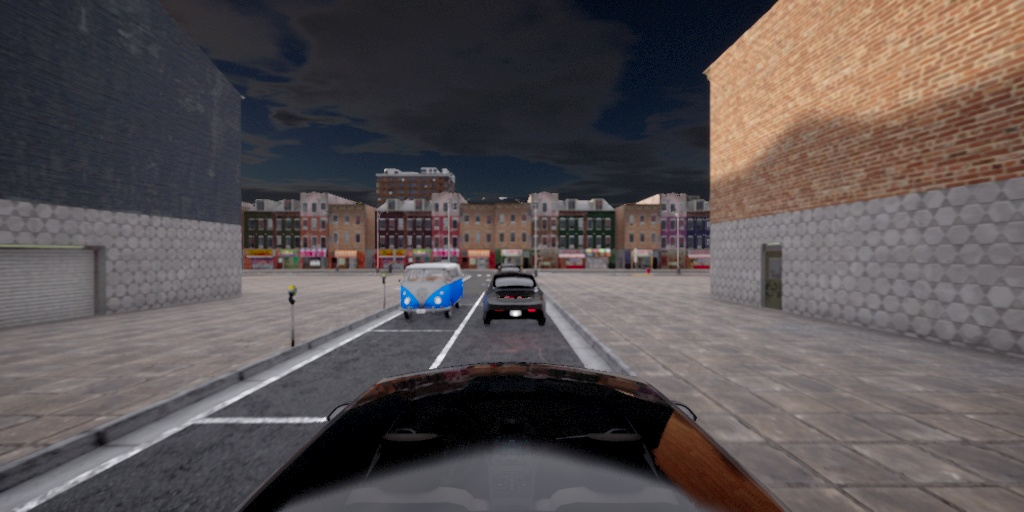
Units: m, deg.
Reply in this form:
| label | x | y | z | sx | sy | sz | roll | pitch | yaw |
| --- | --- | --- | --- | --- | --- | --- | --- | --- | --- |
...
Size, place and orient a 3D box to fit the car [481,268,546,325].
| label | x | y | z | sx | sy | sz | roll | pitch | yaw |
| --- | --- | --- | --- | --- | --- | --- | --- | --- | --- |
| car | 0.022 | 1.299 | 12.029 | 1.837 | 1.490 | 4.892 | 0 | 0 | -2 |

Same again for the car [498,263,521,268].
| label | x | y | z | sx | sy | sz | roll | pitch | yaw |
| --- | --- | --- | --- | --- | --- | --- | --- | --- | --- |
| car | -0.114 | 1.351 | 23.386 | 1.837 | 1.490 | 4.892 | 0 | 0 | -1 |

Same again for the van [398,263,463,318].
| label | x | y | z | sx | sy | sz | roll | pitch | yaw |
| --- | --- | --- | --- | --- | --- | --- | --- | --- | --- |
| van | -2.741 | 1.139 | 12.825 | 1.690 | 1.789 | 3.998 | 0 | 0 | -1 |
